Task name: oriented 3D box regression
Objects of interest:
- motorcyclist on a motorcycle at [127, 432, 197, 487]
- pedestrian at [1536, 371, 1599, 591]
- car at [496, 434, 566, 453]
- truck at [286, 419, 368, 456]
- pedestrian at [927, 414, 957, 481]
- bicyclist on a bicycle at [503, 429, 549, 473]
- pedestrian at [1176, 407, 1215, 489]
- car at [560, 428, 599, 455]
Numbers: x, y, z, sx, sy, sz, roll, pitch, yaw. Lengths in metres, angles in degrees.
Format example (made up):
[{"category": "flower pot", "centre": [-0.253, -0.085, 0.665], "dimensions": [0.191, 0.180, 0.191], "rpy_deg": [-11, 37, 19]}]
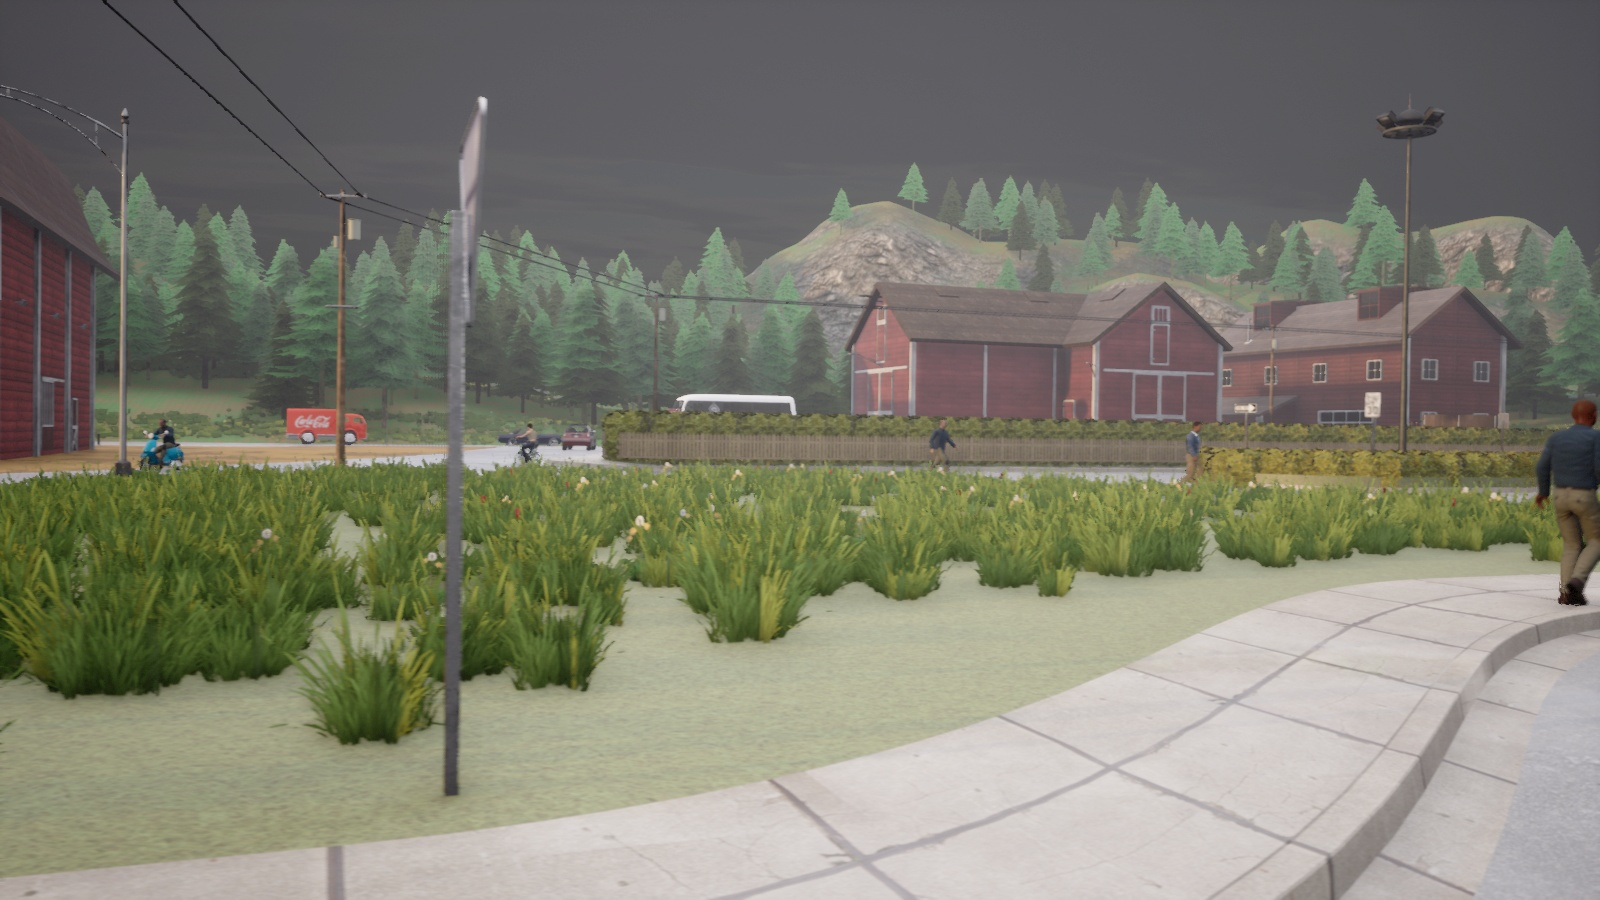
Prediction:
[{"category": "motorcyclist on a motorcycle", "centre": [-19.145, 0.263, 37.715], "dimensions": [0.866, 1.590, 1.817], "rpy_deg": [0, 1, 14]}, {"category": "pedestrian", "centre": [6.741, 0.255, 10.821], "dimensions": [0.726, 1.835, 0.370], "rpy_deg": [-1, 1, -29]}, {"category": "car", "centre": [-19.588, -0.465, 91.343], "dimensions": [4.718, 1.301, 1.895], "rpy_deg": [-1, 1, -20]}, {"category": "truck", "centre": [-32.614, -0.882, 86.669], "dimensions": [5.204, 2.467, 2.627], "rpy_deg": [-1, 1, -20]}, {"category": "pedestrian", "centre": [3.953, -0.080, 34.990], "dimensions": [0.726, 1.842, 0.402], "rpy_deg": [0, 1, 40]}, {"category": "bicyclist on a bicycle", "centre": [-10.168, 0.030, 46.658], "dimensions": [1.509, 1.612, 0.866], "rpy_deg": [1, -1, 38]}, {"category": "pedestrian", "centre": [9.578, -0.050, 30.391], "dimensions": [0.788, 1.949, 0.423], "rpy_deg": [0, 1, 41]}, {"category": "car", "centre": [-13.455, -0.549, 76.781], "dimensions": [1.851, 1.617, 3.988], "rpy_deg": [0, 1, -3]}]
